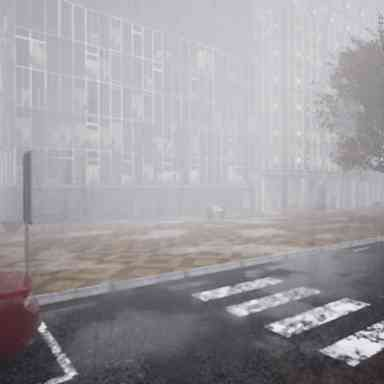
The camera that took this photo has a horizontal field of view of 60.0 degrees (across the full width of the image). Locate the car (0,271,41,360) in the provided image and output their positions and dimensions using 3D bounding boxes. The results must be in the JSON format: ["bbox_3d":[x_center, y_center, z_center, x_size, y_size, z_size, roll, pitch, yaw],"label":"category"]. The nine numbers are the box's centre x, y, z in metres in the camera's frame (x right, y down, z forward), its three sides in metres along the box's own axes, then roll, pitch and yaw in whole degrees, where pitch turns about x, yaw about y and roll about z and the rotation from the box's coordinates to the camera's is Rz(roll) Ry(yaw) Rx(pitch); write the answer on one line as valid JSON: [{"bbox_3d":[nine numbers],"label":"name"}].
[{"bbox_3d":[-4.128,1.552,3.616,4.507,1.381,1.887,0,0,-36],"label":"car"}]
